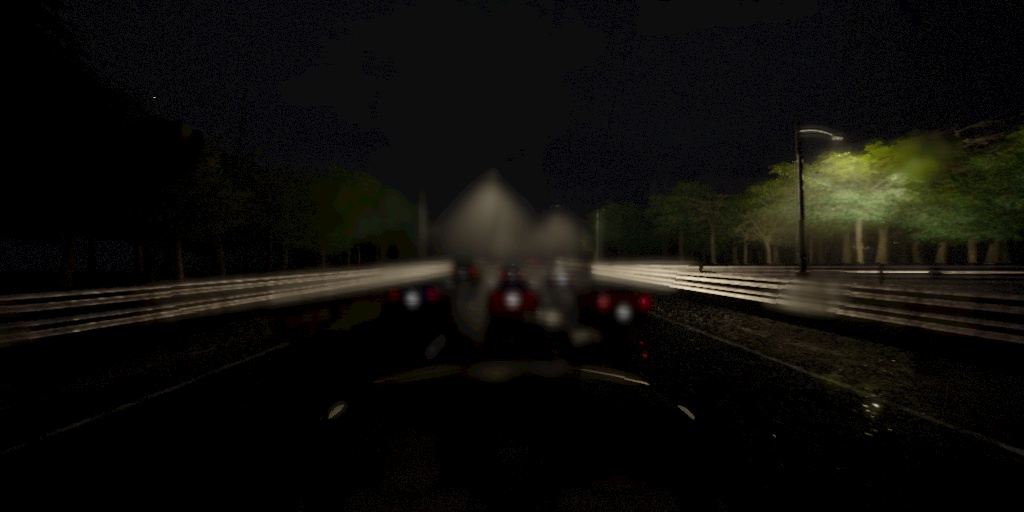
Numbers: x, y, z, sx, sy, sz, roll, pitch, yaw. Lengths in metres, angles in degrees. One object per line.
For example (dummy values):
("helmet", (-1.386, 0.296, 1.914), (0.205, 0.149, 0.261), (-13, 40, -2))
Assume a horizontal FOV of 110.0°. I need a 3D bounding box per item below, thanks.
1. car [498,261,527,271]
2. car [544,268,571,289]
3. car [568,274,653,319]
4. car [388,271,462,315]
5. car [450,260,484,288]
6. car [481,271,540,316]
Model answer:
("car", (0.046, 1.467, 29.055), (2.097, 1.767, 4.553), (0, -1, 0))
("car", (3.526, 1.638, 26.933), (2.033, 1.411, 5.357), (0, -1, 0))
("car", (3.540, 1.514, 13.516), (1.895, 1.301, 4.718), (0, -1, 1))
("car", (-3.451, 1.492, 14.497), (1.994, 1.385, 4.181), (0, -1, 0))
("car", (-3.466, 1.328, 28.051), (2.150, 2.045, 5.566), (0, 0, 0))
("car", (0.046, 1.489, 14.288), (1.994, 1.385, 4.181), (0, -1, 1))
